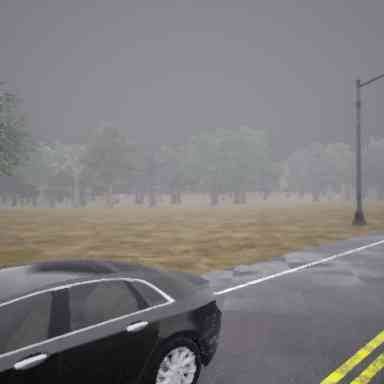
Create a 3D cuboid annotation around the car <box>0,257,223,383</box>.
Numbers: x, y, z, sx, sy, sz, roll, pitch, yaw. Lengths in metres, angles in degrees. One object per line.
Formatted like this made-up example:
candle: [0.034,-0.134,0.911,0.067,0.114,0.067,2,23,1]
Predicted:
car: [-1.798,1.540,3.294,4.892,1.490,1.837,0,0,-41]
